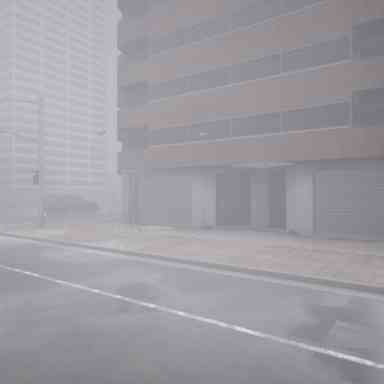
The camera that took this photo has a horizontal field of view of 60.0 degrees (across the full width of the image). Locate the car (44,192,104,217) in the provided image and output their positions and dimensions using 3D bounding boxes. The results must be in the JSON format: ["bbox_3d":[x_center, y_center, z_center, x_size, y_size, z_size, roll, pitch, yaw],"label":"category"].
[{"bbox_3d":[-11.631,1.232,32.047,2.150,2.045,5.566,0,0,35],"label":"car"}]

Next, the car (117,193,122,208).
[{"bbox_3d":[-7.338,1.365,44.654,2.097,1.767,4.553,0,0,35],"label":"car"}]
